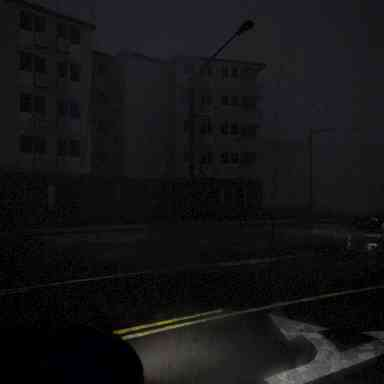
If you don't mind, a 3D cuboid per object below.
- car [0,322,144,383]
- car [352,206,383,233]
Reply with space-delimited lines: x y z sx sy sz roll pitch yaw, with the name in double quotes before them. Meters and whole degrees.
"car" -2.504 1.526 1.915 4.674 1.442 1.812 0 0 -36
"car" 11.811 1.477 19.361 5.008 1.535 1.882 0 0 -14
